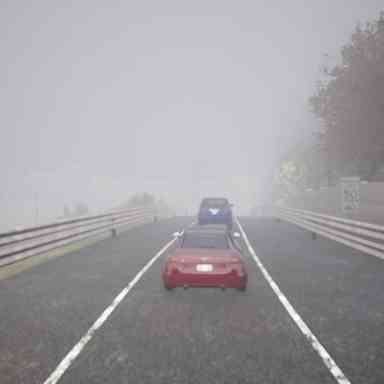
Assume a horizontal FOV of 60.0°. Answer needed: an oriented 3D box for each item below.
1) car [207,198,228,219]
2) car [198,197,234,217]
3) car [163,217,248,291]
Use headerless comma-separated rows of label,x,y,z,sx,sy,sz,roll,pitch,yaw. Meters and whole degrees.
car,2.826,1.747,35.916,2.150,2.045,5.566,0,-2,6
car,1.608,1.366,22.406,2.150,2.045,5.566,0,-1,6
car,0.394,1.610,9.171,1.994,1.385,4.181,0,0,3
